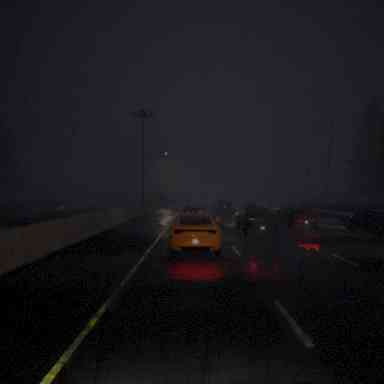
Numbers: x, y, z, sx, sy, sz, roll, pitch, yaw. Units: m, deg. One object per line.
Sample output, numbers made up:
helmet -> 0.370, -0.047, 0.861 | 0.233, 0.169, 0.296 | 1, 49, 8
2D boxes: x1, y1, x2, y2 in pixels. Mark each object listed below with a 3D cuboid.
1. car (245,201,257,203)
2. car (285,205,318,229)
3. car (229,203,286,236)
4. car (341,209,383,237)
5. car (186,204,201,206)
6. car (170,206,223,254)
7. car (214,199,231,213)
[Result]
car -> 7.153, 1.852, 40.485 | 1.812, 1.442, 4.674 | 0, -1, 0
car -> 7.139, 1.686, 23.181 | 1.837, 1.490, 4.892 | 0, -1, 0
car -> 3.629, 1.645, 19.438 | 2.128, 1.511, 4.902 | 0, 0, 0
car -> 10.630, 1.700, 19.200 | 2.033, 1.411, 5.357 | 0, 0, 0
car -> 0.153, 1.874, 34.078 | 1.895, 1.301, 4.718 | 0, 0, 0
car -> 0.122, 1.586, 14.044 | 1.882, 1.535, 5.008 | 0, 0, 0
car -> 3.657, 1.664, 38.811 | 2.097, 1.767, 4.553 | 0, 0, 0
